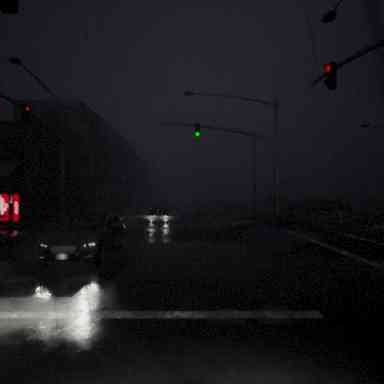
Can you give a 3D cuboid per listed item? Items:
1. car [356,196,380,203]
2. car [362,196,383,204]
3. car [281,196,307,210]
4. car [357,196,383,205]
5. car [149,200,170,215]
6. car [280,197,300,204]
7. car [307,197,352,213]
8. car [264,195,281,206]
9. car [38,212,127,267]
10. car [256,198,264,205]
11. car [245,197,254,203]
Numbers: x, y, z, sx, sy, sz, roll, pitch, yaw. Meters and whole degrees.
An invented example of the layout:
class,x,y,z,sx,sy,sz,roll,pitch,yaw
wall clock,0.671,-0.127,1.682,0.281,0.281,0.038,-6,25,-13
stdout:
class,x,y,z,sx,sy,sz,roll,pitch,yaw
car,39.924,1.741,75.424,4.514,1.523,2.007,0,0,0
car,39.977,1.715,72.287,5.027,1.636,2.152,0,0,0
car,14.167,1.380,41.131,5.027,1.636,2.152,0,0,0
car,32.303,1.644,60.441,3.633,1.501,1.845,0,0,0
car,-3.499,1.666,36.382,1.837,1.490,4.892,0,0,0
car,21.311,1.770,72.433,3.806,1.475,1.970,0,0,0
car,14.491,1.425,34.713,3.806,1.475,1.970,0,0,0
car,14.166,1.368,53.925,3.866,1.878,1.905,0,0,0
car,-3.511,1.487,11.430,2.128,1.511,4.902,-1,0,0
car,13.754,1.403,56.831,4.605,1.855,1.932,0,0,0
car,13.890,1.775,75.413,3.633,1.501,1.845,0,0,0
